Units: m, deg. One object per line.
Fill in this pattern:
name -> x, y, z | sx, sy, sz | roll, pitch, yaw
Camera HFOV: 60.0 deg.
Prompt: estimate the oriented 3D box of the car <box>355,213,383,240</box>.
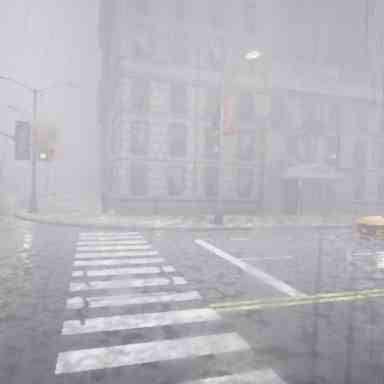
car -> 9.541, 1.394, 14.537 | 5.008, 1.535, 1.882 | 1, 1, -18
